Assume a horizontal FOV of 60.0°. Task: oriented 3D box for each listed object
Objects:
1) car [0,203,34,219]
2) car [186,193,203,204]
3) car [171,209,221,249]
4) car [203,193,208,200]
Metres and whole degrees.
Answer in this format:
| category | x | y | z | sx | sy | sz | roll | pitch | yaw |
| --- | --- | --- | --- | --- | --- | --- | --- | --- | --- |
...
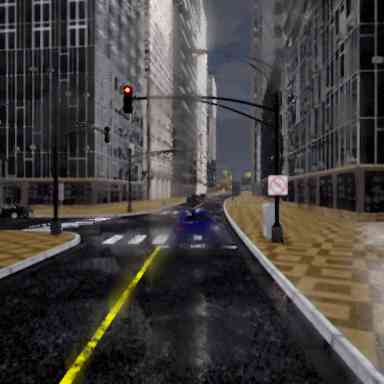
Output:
| category | x | y | z | sx | sy | sz | roll | pitch | yaw |
| --- | --- | --- | --- | --- | --- | --- | --- | --- | --- |
| car | -16.342 | 1.655 | 29.538 | 4.403 | 1.369 | 2.008 | -1 | 1 | 10 |
| car | 0.237 | 1.064 | 54.652 | 1.882 | 1.535 | 5.008 | 0 | 1 | 7 |
| car | 0.119 | 1.429 | 14.003 | 1.812 | 1.442 | 4.674 | 0 | 0 | -2 |
| car | 2.316 | 0.945 | 70.122 | 1.837 | 1.490 | 4.892 | 0 | 1 | 8 |
